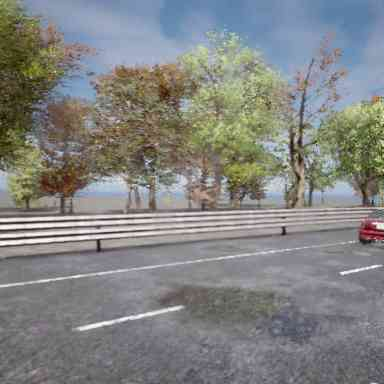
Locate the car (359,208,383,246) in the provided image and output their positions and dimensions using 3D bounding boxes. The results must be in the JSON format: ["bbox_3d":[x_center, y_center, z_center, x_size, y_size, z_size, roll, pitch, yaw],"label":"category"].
[{"bbox_3d":[9.455,1.460,14.654,4.553,1.767,2.097,1,0,-32],"label":"car"}]
